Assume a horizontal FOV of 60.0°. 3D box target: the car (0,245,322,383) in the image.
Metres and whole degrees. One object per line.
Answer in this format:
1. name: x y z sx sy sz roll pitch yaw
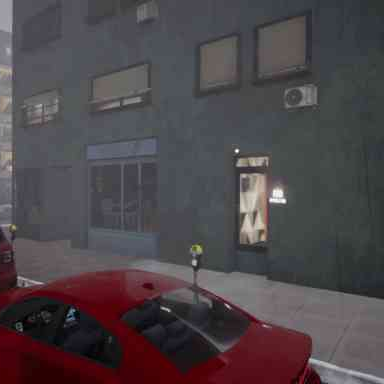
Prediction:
1. car: -1.018 1.544 3.571 4.507 1.381 1.887 0 0 35

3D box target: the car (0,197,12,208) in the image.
1. car: -17.666 1.368 28.598 1.895 1.301 4.718 1 1 34

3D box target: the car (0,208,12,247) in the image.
1. car: -5.546 1.314 6.742 5.009 1.841 2.192 0 0 35

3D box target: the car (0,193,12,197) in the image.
1. car: -18.566 1.031 31.833 2.192 1.841 5.009 2 2 35
